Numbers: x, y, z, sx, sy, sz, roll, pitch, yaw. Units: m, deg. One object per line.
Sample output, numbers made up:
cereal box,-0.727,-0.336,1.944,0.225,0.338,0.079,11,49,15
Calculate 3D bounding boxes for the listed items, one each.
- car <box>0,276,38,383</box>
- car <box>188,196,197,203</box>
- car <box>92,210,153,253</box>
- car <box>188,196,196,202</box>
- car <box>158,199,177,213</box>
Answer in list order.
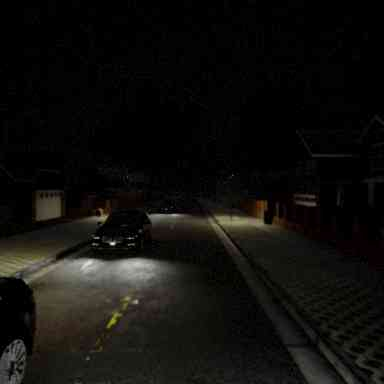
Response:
car,-2.842,1.505,2.206,2.128,1.511,4.902,0,0,0
car,0.070,1.585,69.028,1.837,1.490,4.892,0,0,0
car,-2.794,1.567,14.187,1.837,1.490,4.892,0,0,0
car,0.081,1.568,79.481,1.895,1.301,4.718,0,0,0
car,-2.722,1.612,37.888,1.837,1.490,4.892,0,0,0
